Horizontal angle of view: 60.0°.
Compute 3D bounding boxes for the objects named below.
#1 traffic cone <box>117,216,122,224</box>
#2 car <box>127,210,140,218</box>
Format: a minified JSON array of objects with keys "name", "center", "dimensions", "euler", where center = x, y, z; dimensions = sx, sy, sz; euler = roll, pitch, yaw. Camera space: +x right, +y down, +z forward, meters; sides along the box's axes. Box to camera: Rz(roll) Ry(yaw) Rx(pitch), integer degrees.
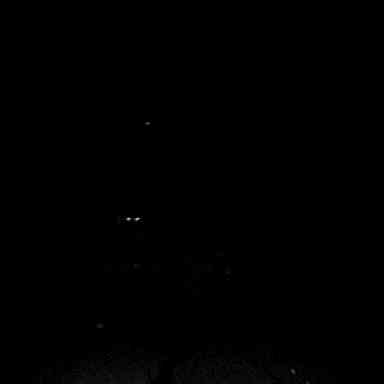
[{"name":"traffic cone","center":[-7.340,2.889,33.436],"dimensions":[0.340,0.580,0.340],"euler":[2,-3,-10]},{"name":"car","center":[-10.578,3.994,60.116],"dimensions":[1.812,1.442,4.674],"euler":[2,-4,-9]}]
